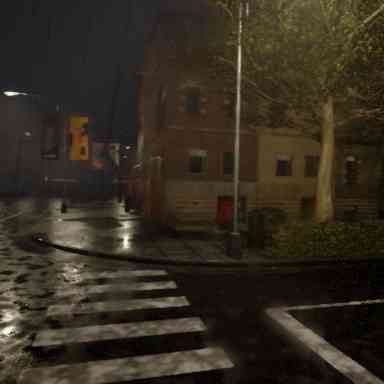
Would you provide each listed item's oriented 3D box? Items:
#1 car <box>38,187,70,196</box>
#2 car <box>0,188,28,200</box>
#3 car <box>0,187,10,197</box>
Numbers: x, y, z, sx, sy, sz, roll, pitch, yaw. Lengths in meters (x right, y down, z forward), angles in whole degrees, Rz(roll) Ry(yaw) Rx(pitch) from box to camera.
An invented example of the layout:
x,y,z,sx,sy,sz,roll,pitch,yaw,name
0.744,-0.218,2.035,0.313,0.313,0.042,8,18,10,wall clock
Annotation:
x,y,z,sx,sy,sz,roll,pitch,yaw,name
-22.184,-0.037,52.999,1.895,1.301,4.718,2,1,20,car
-21.716,0.261,39.556,1.895,1.301,4.718,1,1,7,car
-27.612,-0.006,45.631,1.895,1.301,4.718,2,1,15,car
